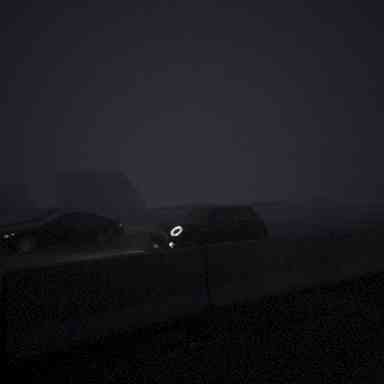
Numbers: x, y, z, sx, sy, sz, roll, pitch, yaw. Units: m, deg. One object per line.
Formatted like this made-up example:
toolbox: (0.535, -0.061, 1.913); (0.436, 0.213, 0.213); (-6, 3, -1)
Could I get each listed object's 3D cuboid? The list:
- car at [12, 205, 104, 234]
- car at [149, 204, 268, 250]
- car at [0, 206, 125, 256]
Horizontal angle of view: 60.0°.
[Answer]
car: (-7.841, 1.528, 19.646); (4.718, 1.301, 1.895); (-1, 0, -33)
car: (0.674, 1.275, 12.624); (4.553, 1.767, 2.097); (-1, 0, -31)
car: (-4.998, 1.476, 13.113); (4.674, 1.442, 1.812); (-1, 0, -33)
